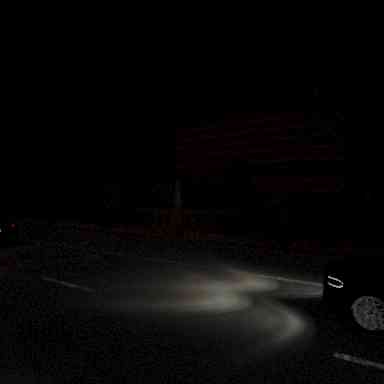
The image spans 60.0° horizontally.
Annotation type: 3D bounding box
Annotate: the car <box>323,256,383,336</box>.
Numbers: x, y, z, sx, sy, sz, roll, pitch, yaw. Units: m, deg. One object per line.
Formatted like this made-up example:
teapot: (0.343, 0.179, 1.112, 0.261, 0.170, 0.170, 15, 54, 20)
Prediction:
car: (4.633, 1.473, 4.995, 5.008, 1.535, 1.882, 0, 0, 35)

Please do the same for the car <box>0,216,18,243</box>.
car: (-9.904, 1.636, 15.356, 4.181, 1.385, 1.994, 0, 0, 35)
